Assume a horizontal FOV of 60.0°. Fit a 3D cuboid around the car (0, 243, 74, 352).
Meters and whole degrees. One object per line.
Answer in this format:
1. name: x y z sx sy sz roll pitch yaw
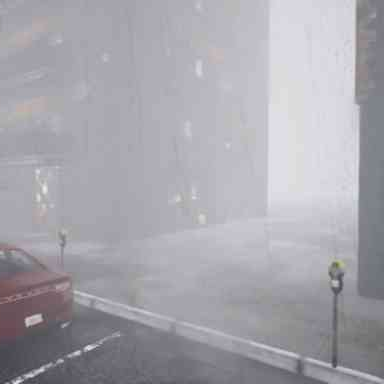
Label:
1. car: -3.881 1.527 5.631 4.507 1.381 1.887 0 1 35
